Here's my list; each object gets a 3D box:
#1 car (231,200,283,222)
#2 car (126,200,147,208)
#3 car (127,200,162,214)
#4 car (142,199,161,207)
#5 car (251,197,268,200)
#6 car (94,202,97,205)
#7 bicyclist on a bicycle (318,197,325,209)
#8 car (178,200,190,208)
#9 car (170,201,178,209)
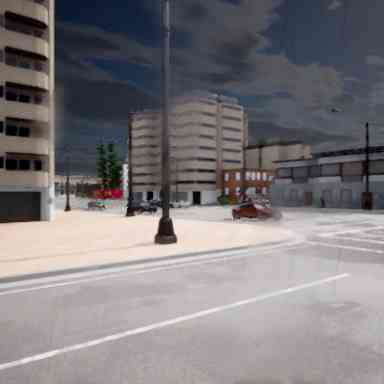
[{"bbox_3d":[5.202,1.620,27.284,1.812,1.442,4.674,0,-1,-37],"label":"car"},{"bbox_3d":[-11.181,2.364,66.769,2.033,1.411,5.357,0,0,-37],"label":"car"},{"bbox_3d":[-6.414,2.017,42.767,2.033,1.411,5.357,0,-1,-37],"label":"car"},{"bbox_3d":[-8.382,2.319,68.870,1.812,1.442,4.674,0,0,-37],"label":"car"},{"bbox_3d":[13.399,1.731,65.633,1.970,1.475,3.806,0,-1,-37],"label":"car"},{"bbox_3d":[-16.082,2.032,55.806,2.128,1.511,4.902,0,-1,-37],"label":"car"},{"bbox_3d":[17.340,1.463,44.389,1.656,1.620,0.582,0,-1,-37],"label":"bicyclist on a bicycle"},{"bbox_3d":[-2.159,2.229,60.665,1.812,1.442,4.674,0,-1,-36],"label":"car"},{"bbox_3d":[-5.023,2.215,58.646,1.837,1.490,4.892,0,-1,-36],"label":"car"}]
